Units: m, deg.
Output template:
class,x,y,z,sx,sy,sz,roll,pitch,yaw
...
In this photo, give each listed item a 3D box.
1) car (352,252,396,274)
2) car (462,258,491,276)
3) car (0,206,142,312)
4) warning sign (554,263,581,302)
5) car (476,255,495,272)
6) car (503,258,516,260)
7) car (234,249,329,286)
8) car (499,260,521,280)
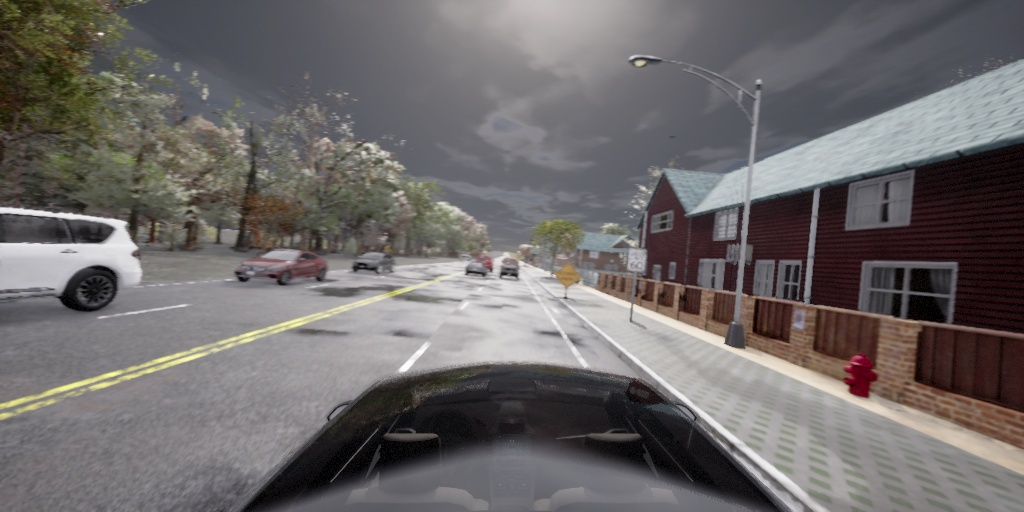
class,x,y,z,sx,sy,sz,roll,pitch,yaw
car,-10.020,0.460,26.422,1.837,1.490,4.892,6,0,0
car,-3.482,1.217,35.570,1.994,1.385,4.181,6,0,0
car,-9.840,0.045,6.099,2.150,2.045,5.566,6,0,2
warning sign,2.614,1.233,17.595,1.300,1.860,1.060,0,0,0
car,-3.562,0.948,46.984,2.150,2.045,5.566,6,0,0
car,-0.327,1.265,47.504,2.150,2.045,5.566,6,0,0
car,-9.962,0.412,16.021,1.812,1.442,4.674,6,0,0
car,-0.243,1.473,35.578,1.837,1.490,4.892,6,0,0
